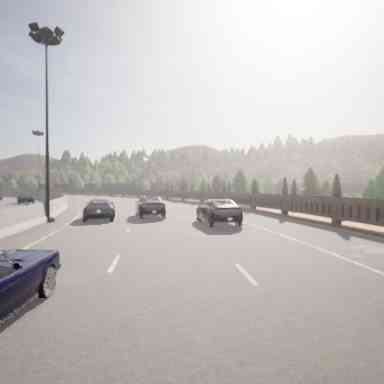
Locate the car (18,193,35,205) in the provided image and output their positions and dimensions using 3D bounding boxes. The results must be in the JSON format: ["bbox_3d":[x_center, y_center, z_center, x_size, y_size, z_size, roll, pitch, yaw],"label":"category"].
[{"bbox_3d":[-20.841,0.854,41.787,1.895,1.301,4.718,-1,1,-27],"label":"car"}]

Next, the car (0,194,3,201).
[{"bbox_3d":[-29.391,0.681,49.489,1.994,1.385,4.181,-1,1,-33],"label":"car"}]

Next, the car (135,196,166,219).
[{"bbox_3d":[-3.106,1.051,24.456,2.128,1.511,4.902,0,1,-14],"label":"car"}]

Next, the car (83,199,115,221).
[{"bbox_3d":[-6.313,1.156,22.721,1.994,1.385,4.181,0,1,-13],"label":"car"}]

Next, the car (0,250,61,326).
[{"bbox_3d":[-3.669,1.508,5.084,1.895,1.301,4.718,0,1,-3],"label":"car"}]

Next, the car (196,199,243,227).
[{"bbox_3d":[1.514,1.138,19.555,2.128,1.511,4.902,0,1,-11],"label":"car"}]
